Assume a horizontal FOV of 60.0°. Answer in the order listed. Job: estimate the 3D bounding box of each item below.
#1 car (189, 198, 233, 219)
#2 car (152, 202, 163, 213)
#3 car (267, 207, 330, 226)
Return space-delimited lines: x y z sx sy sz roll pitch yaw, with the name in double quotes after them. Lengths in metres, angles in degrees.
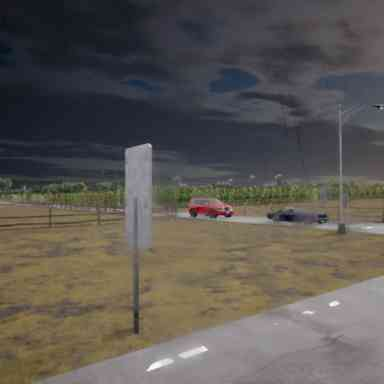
1.875 1.688 34.793 2.150 2.045 5.566 0 -1 -36 "car"
-5.784 2.079 45.435 2.097 1.767 4.553 0 -1 -36 "car"
8.230 1.862 25.984 1.895 1.301 4.718 0 -1 -36 "car"
